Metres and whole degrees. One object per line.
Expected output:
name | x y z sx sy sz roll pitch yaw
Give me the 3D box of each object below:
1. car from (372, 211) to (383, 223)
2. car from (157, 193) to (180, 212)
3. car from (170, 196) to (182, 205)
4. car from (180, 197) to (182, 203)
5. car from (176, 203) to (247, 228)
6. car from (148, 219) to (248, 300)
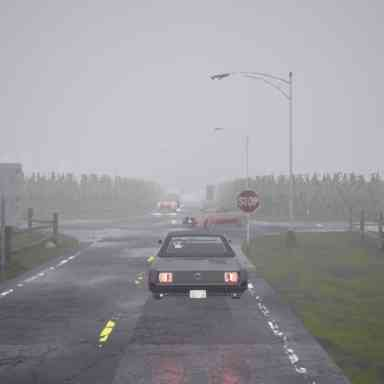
car | 15.324 1.686 23.947 4.181 1.385 1.994 0 -1 1
car | -2.840 1.342 38.265 2.097 1.767 4.553 0 0 0
car | -2.818 1.500 58.679 1.812 1.442 4.674 0 0 1
car | -2.834 1.202 47.955 2.150 2.045 5.566 0 0 0
car | 1.473 1.574 20.904 4.181 1.385 1.994 0 -1 -36
car | 0.073 1.601 8.377 1.895 1.301 4.718 0 0 -1
